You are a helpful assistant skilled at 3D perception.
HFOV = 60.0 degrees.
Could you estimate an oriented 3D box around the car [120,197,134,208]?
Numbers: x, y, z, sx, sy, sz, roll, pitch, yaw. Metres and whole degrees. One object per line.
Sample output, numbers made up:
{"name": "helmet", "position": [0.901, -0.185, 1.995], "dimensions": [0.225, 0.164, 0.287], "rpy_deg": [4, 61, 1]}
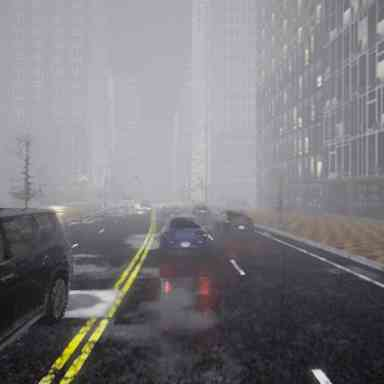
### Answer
{"name": "car", "position": [-11.835, 1.903, 61.233], "dimensions": [2.150, 2.045, 5.566], "rpy_deg": [0, -1, -6]}

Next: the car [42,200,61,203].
{"name": "car", "position": [-28.949, 2.239, 68.334], "dimensions": [4.313, 1.339, 1.947], "rpy_deg": [0, 0, -5]}

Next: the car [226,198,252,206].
{"name": "car", "position": [9.798, 2.304, 72.110], "dimensions": [5.009, 1.841, 2.192], "rpy_deg": [0, 0, -5]}

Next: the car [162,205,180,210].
{"name": "car", "position": [-2.234, 1.996, 34.563], "dimensions": [1.895, 1.301, 4.718], "rpy_deg": [0, -1, -6]}

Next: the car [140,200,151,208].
{"name": "car", "position": [-8.597, 2.239, 61.513], "dimensions": [2.033, 1.411, 5.357], "rpy_deg": [0, -1, -6]}

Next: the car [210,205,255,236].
{"name": "car", "position": [2.470, 1.753, 20.119], "dimensions": [1.812, 1.442, 4.674], "rpy_deg": [0, -1, -4]}

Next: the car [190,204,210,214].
{"name": "car", "position": [0.875, 1.969, 35.979], "dimensions": [1.994, 1.385, 4.181], "rpy_deg": [0, -1, -6]}

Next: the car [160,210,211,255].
{"name": "car", "position": [-0.364, 1.687, 13.944], "dimensions": [1.812, 1.442, 4.674], "rpy_deg": [0, 0, -3]}

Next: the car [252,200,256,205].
{"name": "car", "position": [14.457, 2.516, 80.964], "dimensions": [4.829, 1.417, 1.752], "rpy_deg": [0, 0, -5]}

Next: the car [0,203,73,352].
{"name": "car", "position": [-3.369, 1.274, 4.300], "dimensions": [2.150, 2.045, 5.566], "rpy_deg": [0, -1, -1]}
